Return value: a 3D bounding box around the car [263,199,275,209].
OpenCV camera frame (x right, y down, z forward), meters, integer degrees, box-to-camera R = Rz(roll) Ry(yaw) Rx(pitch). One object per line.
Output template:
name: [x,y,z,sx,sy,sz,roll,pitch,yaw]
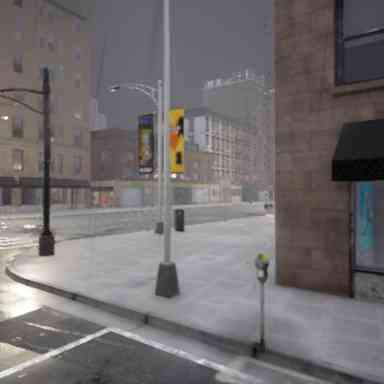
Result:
car: [12.009,1.717,48.077,1.895,1.301,4.718,0,0,35]
